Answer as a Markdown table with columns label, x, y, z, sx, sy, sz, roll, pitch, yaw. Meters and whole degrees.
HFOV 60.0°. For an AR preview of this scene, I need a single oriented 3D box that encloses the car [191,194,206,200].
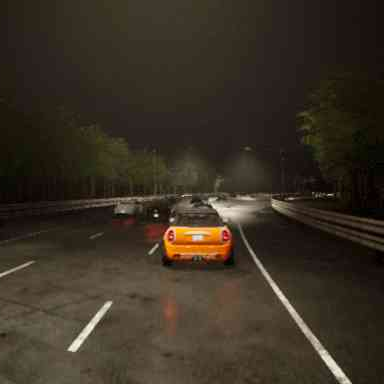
| label | x | y | z | sx | sy | sz | roll | pitch | yaw |
| --- | --- | --- | --- | --- | --- | --- | --- | --- | --- |
| car | 0.981 | 1.397 | 59.804 | 1.812 | 1.442 | 4.674 | 0 | 0 | 8 |

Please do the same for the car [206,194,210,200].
| label | x | y | z | sx | sy | sz | roll | pitch | yaw |
| --- | --- | --- | --- | --- | --- | --- | --- | --- | --- |
| car | 2.526 | 1.175 | 70.615 | 2.097 | 1.767 | 4.553 | 0 | 0 | 10 |

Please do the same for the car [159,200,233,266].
| label | x | y | z | sx | sy | sz | roll | pitch | yaw |
| --- | --- | --- | --- | --- | --- | --- | --- | --- | --- |
| car | 0.241 | 1.335 | 11.711 | 2.097 | 1.767 | 4.553 | 0 | 0 | 2 |

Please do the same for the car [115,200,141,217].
| label | x | y | z | sx | sy | sz | roll | pitch | yaw |
| --- | --- | --- | --- | --- | --- | --- | --- | --- | --- |
| car | -5.713 | 1.473 | 30.662 | 1.812 | 1.442 | 4.674 | 0 | 0 | 5 |

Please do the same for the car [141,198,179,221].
| label | x | y | z | sx | sy | sz | roll | pitch | yaw |
| --- | --- | --- | --- | --- | --- | --- | --- | --- | --- |
| car | -2.436 | 1.463 | 26.688 | 1.837 | 1.490 | 4.892 | 0 | 0 | 4 |

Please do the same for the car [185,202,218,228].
| label | x | y | z | sx | sy | sz | roll | pitch | yaw |
| --- | --- | --- | --- | --- | --- | --- | --- | --- | --- |
| car | 0.752 | 1.515 | 23.228 | 2.033 | 1.411 | 5.357 | 0 | 0 | 3 |

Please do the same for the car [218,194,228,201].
| label | x | y | z | sx | sy | sz | roll | pitch | yaw |
| --- | --- | --- | --- | --- | --- | --- | --- | --- | --- |
| car | 7.135 | 1.151 | 76.709 | 2.097 | 1.767 | 4.553 | 0 | 0 | 10 |

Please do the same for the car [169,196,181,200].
| label | x | y | z | sx | sy | sz | roll | pitch | yaw |
| --- | --- | --- | --- | --- | --- | --- | --- | --- | --- |
| car | -3.110 | 1.412 | 57.200 | 2.033 | 1.411 | 5.357 | 0 | 0 | 9 |

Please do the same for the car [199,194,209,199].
| label | x | y | z | sx | sy | sz | roll | pitch | yaw |
| --- | --- | --- | --- | --- | --- | --- | --- | --- | --- |
| car | 3.444 | 1.218 | 93.880 | 1.837 | 1.490 | 4.892 | 0 | 0 | 13 |
